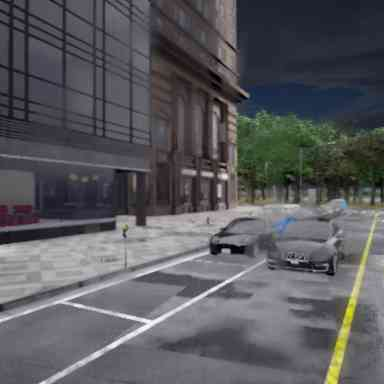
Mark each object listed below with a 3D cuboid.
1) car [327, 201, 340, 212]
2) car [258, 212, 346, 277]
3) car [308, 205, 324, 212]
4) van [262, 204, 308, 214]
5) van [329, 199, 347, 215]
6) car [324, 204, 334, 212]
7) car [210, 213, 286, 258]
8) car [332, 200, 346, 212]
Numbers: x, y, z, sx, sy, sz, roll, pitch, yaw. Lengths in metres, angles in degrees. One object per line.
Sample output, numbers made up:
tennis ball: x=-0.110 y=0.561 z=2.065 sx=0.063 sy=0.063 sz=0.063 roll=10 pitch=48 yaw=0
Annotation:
car: x=12.996 y=1.931 z=32.428 sx=1.752 sy=1.417 sz=4.829 roll=-1 pitch=-1 yaw=30
car: x=3.948 y=1.644 z=11.021 sx=1.837 sy=1.490 sz=4.892 roll=-1 pitch=-1 yaw=30
car: x=7.602 y=1.820 z=22.986 sx=1.752 sy=1.417 sz=4.829 roll=-1 pitch=-1 yaw=30
van: x=4.988 y=1.582 z=18.415 sx=1.690 sy=1.788 sz=3.998 roll=-1 pitch=-1 yaw=30
van: x=18.474 y=1.861 z=42.021 sx=1.690 sy=1.788 sz=3.998 roll=-1 pitch=-1 yaw=30
car: x=10.383 y=1.917 z=27.854 sx=1.947 sy=1.339 sz=4.313 roll=-1 pitch=-1 yaw=30
car: x=2.292 y=1.752 z=13.691 sx=1.947 sy=1.339 sz=4.313 roll=-1 pitch=-1 yaw=30
car: x=15.777 y=1.904 z=37.298 sx=1.967 sy=1.590 sz=4.097 roll=-1 pitch=-1 yaw=30
